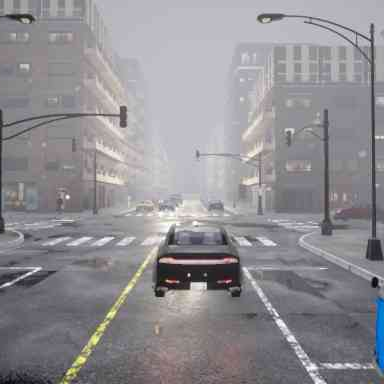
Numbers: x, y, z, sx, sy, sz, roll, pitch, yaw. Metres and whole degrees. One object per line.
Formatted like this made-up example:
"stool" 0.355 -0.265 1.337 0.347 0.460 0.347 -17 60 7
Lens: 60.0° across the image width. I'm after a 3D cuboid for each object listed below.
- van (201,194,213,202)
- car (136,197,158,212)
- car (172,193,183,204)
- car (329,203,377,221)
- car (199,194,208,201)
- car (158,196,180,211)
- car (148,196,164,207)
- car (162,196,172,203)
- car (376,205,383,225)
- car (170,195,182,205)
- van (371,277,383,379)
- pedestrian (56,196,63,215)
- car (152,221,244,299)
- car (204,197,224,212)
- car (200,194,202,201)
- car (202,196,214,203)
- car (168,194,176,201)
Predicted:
"van" 2.874 1.362 56.736 1.690 1.788 3.998 1 0 0
"car" -5.559 1.539 39.663 1.752 1.417 4.829 1 0 0
"car" -2.881 1.245 61.451 2.150 2.045 5.566 0 0 1
"car" 13.725 1.608 27.962 4.097 1.590 1.967 0 -1 1
"car" 2.958 1.351 84.949 2.192 1.841 5.009 1 0 0
"car" -2.981 1.562 40.810 2.033 1.411 5.357 0 0 0
"car" -5.524 1.459 51.119 1.967 1.590 4.097 1 0 0
"car" -5.459 1.574 73.689 1.887 1.381 4.507 1 0 0
"car" 13.596 1.583 19.581 4.313 1.339 1.947 0 -1 1
"car" -2.944 1.544 50.713 1.812 1.442 4.674 0 0 0
"van" 2.680 1.342 1.863 1.690 1.788 3.998 1 0 0
"pedestrian" -12.446 1.217 31.296 0.375 1.860 0.375 0 -1 1
"car" 0.126 1.495 8.467 2.128 1.511 4.902 0 0 0
"car" 2.820 1.580 39.809 1.947 1.339 4.313 1 0 0
"car" 2.905 1.552 68.192 1.752 1.417 4.829 1 0 0
"car" 2.837 1.567 45.452 2.008 1.369 4.403 1 0 0
"car" -5.408 1.480 90.617 1.967 1.590 4.097 1 0 0
